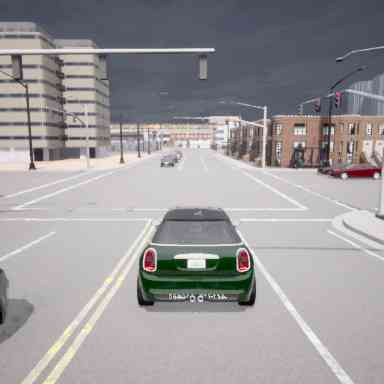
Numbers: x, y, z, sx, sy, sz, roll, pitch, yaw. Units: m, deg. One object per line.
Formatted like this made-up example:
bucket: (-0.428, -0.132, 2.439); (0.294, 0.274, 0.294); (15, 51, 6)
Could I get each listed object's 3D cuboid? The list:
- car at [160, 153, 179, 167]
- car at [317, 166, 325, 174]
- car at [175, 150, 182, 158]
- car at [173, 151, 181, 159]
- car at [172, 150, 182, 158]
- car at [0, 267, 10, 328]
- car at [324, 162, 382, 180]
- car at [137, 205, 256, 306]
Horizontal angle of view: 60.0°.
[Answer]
car: (-3.529, -4.521, 48.870); (2.128, 1.511, 4.902); (0, 8, 1)
car: (16.382, -2.514, 35.778); (5.357, 1.411, 2.033); (0, 8, 0)
car: (-3.396, -7.269, 67.501); (1.812, 1.442, 4.674); (0, 8, 1)
car: (-3.481, -5.929, 58.207); (1.882, 1.535, 5.008); (0, 9, 0)
car: (-3.367, -8.942, 77.551); (2.097, 1.767, 4.553); (0, 8, 0)
car: (-3.588, 1.466, 2.934); (1.837, 1.490, 4.892); (0, 2, 0)
car: (16.037, -2.065, 32.300); (5.008, 1.535, 1.882); (0, 8, 0)
car: (0.088, 1.074, 7.671); (2.097, 1.767, 4.553); (0, 4, 0)
